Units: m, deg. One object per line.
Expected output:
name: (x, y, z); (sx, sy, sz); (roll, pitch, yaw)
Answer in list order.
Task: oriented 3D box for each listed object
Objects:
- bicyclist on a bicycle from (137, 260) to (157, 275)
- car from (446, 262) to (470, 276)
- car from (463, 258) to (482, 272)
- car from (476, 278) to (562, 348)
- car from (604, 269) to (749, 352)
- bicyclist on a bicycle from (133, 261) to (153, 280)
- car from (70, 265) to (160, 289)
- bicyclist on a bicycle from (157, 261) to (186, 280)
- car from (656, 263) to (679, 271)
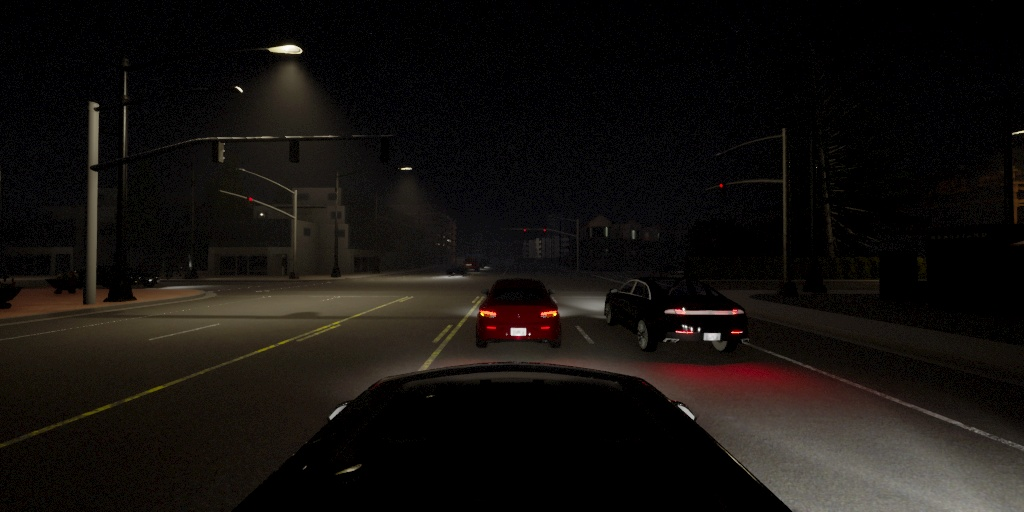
bicyclist on a bicycle: (-31.229, 1.177, 31.226); (1.656, 1.620, 0.582); (18, 9, -26)
car: (-6.586, 1.665, 42.986); (1.895, 1.301, 4.718); (0, 0, 1)
car: (-6.398, 1.369, 56.337); (2.150, 2.045, 5.566); (0, 0, 1)
car: (0.165, 1.288, 9.140); (1.812, 1.442, 4.674); (0, 0, 1)
car: (3.655, 1.250, 8.895); (2.128, 1.511, 4.902); (0, 0, 1)
bicyclist on a bicycle: (-32.652, 1.245, 31.746); (1.656, 1.620, 0.582); (0, 0, 19)
car: (-25.857, 1.332, 23.292); (4.892, 1.490, 1.837); (0, -1, 1)
bicyclist on a bicycle: (-29.288, 1.231, 31.026); (1.656, 1.620, 0.582); (1, -1, -22)
car: (23.344, 1.726, 53.726); (4.902, 1.511, 2.128); (1, -1, -44)
